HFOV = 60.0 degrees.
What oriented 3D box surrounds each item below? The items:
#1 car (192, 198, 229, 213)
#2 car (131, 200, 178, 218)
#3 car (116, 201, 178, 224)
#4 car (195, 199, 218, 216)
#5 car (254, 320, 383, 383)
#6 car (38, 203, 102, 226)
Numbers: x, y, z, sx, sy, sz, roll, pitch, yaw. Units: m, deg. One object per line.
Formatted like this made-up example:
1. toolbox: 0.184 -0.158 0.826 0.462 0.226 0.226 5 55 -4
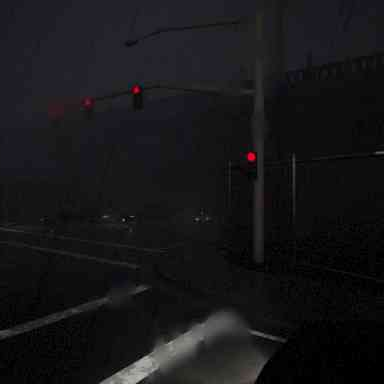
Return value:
1. car: 2.332 1.547 39.822 2.128 1.511 4.902 0 0 35
2. car: -3.447 1.581 31.684 1.812 1.442 4.674 0 0 36
3. car: -3.334 1.603 25.811 2.033 1.411 5.357 0 0 35
4. car: 2.501 1.603 34.021 2.033 1.411 5.357 0 0 35
5. car: 3.007 1.547 1.823 5.357 1.411 2.033 0 0 36
6. car: -8.737 1.581 24.284 1.812 1.442 4.674 0 0 37
